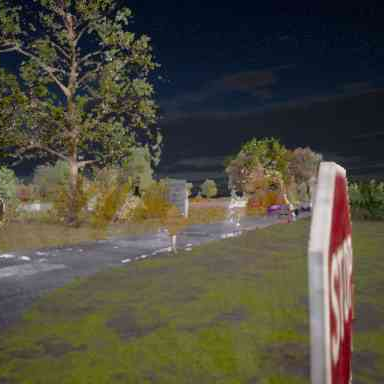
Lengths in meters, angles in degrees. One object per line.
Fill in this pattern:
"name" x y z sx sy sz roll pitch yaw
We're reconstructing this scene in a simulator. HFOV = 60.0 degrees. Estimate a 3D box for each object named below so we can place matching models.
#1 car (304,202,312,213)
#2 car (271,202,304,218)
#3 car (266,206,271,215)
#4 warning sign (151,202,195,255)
"car" 17.844 2.328 51.246 2.097 1.767 4.553 -2 -2 29
"car" 11.576 2.254 39.906 2.128 1.511 4.902 -2 -2 29
"car" 11.709 2.400 45.897 1.882 1.535 5.008 -2 -2 29
"warning sign" -0.702 1.331 12.756 1.300 1.860 1.060 -1 0 29
